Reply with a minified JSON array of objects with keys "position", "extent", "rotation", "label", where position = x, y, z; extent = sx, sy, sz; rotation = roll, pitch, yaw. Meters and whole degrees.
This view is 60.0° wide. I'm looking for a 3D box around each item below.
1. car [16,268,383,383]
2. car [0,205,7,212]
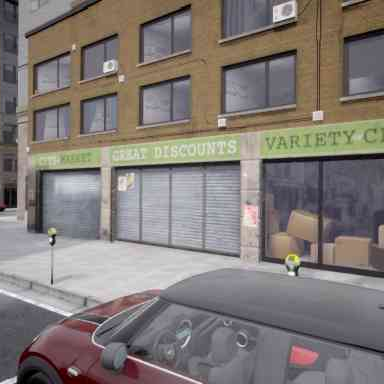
[{"position":[0.247,1.440,2.889],"extent":[4.097,1.590,1.967],"rotation":[0,1,35],"label":"car"},{"position":[-19.421,1.458,29.770],"extent":[1.895,1.301,4.718],"rotation":[1,1,34],"label":"car"}]
